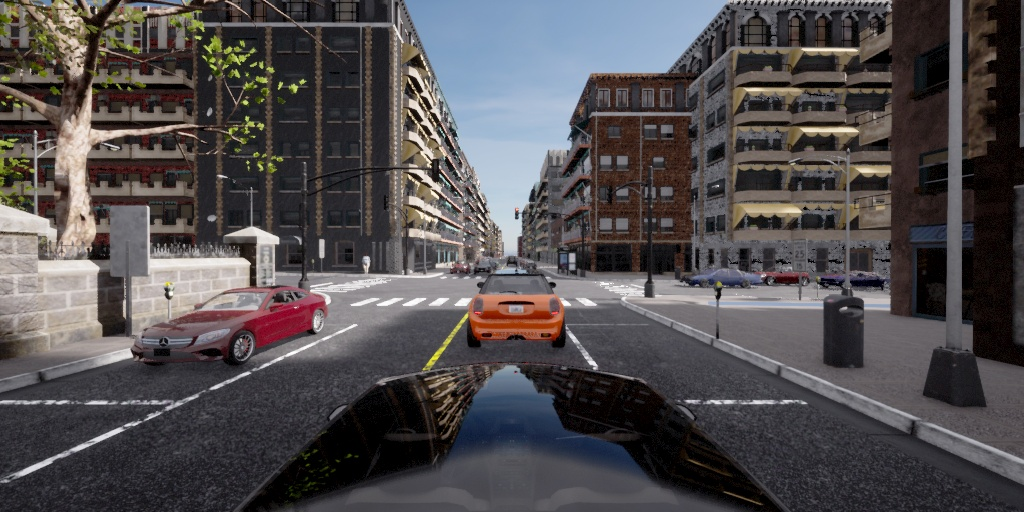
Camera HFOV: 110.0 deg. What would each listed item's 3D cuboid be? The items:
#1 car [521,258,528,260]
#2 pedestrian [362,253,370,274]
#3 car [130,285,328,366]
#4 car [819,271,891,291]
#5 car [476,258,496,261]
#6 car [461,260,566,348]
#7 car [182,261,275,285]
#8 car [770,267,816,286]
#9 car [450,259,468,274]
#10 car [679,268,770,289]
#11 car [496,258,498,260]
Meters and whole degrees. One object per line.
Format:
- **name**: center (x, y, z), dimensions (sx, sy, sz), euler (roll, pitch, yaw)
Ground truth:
- **car**: center (2.625, 1.298, 51.622), dimensions (2.007, 1.370, 4.403), euler (0, 0, 0)
- **pedestrian**: center (-12.751, 0.651, 31.322), dimensions (0.375, 1.860, 0.375), euler (0, -1, -1)
- **car**: center (-5.696, 1.331, 7.928), dimensions (1.802, 1.307, 4.207), euler (0, 0, 0)
- **car**: center (25.250, 1.815, 26.299), dimensions (4.718, 1.301, 1.895), euler (1, 0, -1)
- **car**: center (-3.150, 1.252, 39.747), dimensions (1.837, 1.490, 4.892), euler (0, 0, 0)
- **car**: center (0.118, 1.101, 9.438), dimensions (2.097, 1.767, 4.553), euler (0, 0, 1)
- **car**: center (-17.675, 1.034, 22.524), dimensions (4.181, 1.385, 1.994), euler (1, 0, -1)
- **car**: center (21.345, 1.571, 28.812), dimensions (4.097, 1.591, 1.967), euler (0, 0, -1)
- **car**: center (-5.740, 1.187, 40.339), dimensions (1.967, 1.591, 4.097), euler (0, 0, 0)
- **car**: center (15.217, 1.584, 26.167), dimensions (5.357, 1.411, 2.033), euler (1, 0, -1)
- **car**: center (-3.138, 1.311, 49.405), dimensions (1.994, 1.385, 4.181), euler (0, 0, 2)
